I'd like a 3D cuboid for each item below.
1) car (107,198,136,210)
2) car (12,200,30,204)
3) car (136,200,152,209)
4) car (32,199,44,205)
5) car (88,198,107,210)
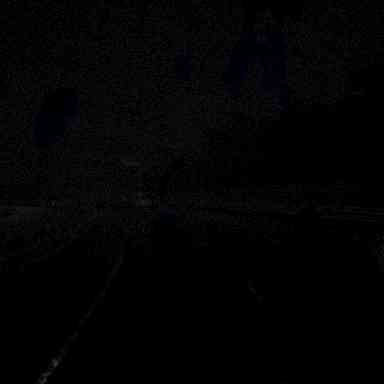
[{"bbox_3d":[-11.450,2.032,53.595,2.128,1.511,4.902,0,-1,-33],"label":"car"},{"bbox_3d":[-42.925,2.597,82.793,4.718,1.301,1.895,-1,-1,36],"label":"car"},{"bbox_3d":[-8.264,2.058,55.068,1.812,1.442,4.674,0,-1,-33],"label":"car"},{"bbox_3d":[-39.462,2.518,84.579,4.674,1.442,1.812,-1,-1,36],"label":"car"},{"bbox_3d":[-15.102,2.106,52.841,2.033,1.411,5.357,0,-1,-33],"label":"car"}]
